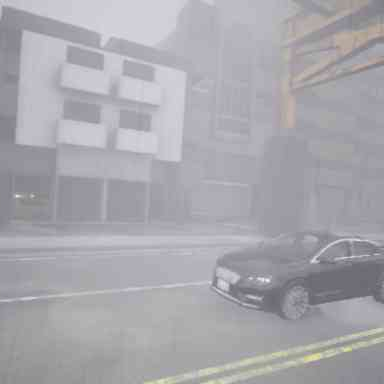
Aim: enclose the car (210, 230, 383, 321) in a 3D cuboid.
[{"bbox_3d":[2.749,1.634,7.474,4.902,1.511,2.128,4,0,-29],"label":"car"}]
